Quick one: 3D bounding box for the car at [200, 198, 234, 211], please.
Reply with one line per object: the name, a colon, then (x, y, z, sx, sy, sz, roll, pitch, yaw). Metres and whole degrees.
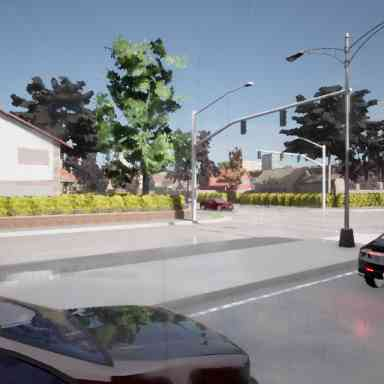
car: (2.950, 1.478, 40.288, 1.882, 1.535, 5.008, 0, 0, -36)

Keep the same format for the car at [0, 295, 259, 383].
car: (-1.984, 1.547, 2.333, 5.357, 1.411, 2.033, 0, 0, -35)

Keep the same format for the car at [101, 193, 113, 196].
car: (-16.886, 1.225, 67.736, 2.150, 2.045, 5.566, 0, 0, -36)

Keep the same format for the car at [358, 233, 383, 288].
car: (5.935, 1.492, 8.018, 4.902, 1.511, 2.128, 0, 0, -35)
